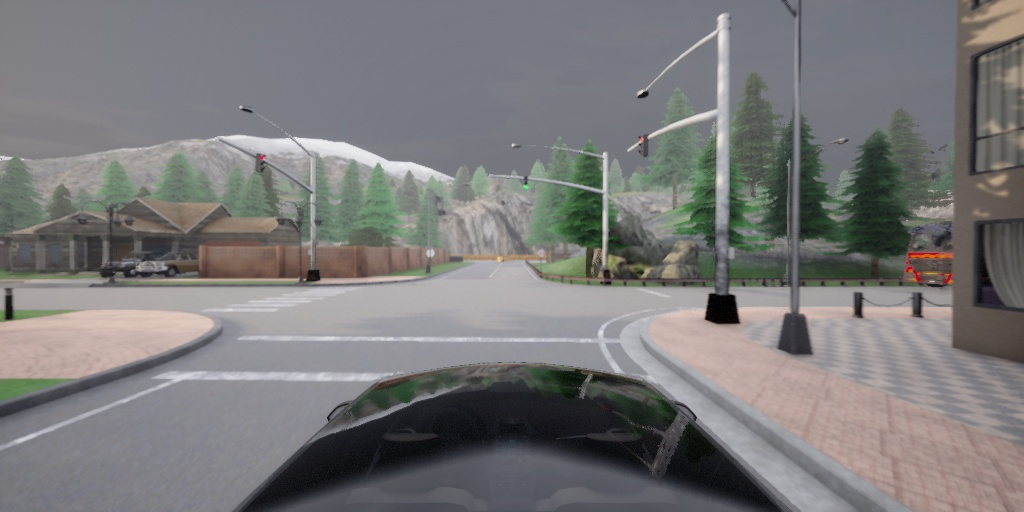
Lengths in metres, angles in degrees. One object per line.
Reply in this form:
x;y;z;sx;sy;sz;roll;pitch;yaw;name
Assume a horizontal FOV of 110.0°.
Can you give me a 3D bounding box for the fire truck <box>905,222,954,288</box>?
26.025;-0.107;18.644;8.468;3.827;2.891;0;1;-1;fire truck
